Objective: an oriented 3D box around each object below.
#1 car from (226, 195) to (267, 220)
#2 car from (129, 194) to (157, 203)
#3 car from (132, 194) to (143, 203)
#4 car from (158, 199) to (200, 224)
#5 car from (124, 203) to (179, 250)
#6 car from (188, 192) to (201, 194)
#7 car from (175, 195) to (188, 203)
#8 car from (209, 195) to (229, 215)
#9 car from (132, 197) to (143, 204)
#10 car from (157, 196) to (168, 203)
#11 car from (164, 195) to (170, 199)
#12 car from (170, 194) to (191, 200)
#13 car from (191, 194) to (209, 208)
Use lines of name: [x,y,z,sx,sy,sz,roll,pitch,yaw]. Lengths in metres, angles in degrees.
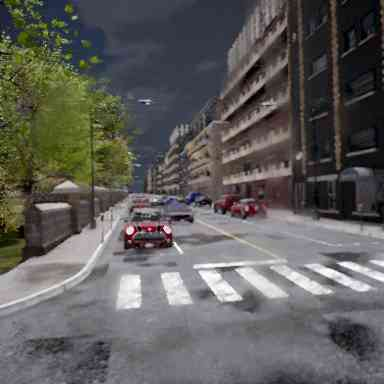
car: [4.465,1.287,26.688,1.967,1.590,4.097,0,0,-10]
car: [-4.728,1.348,30.713,2.192,1.841,5.009,0,0,-10]
car: [-12.216,1.376,74.262,2.192,1.841,5.009,0,0,-10]
car: [-1.085,1.520,24.733,2.033,1.411,5.357,-1,0,-10]
car: [-1.920,1.462,14.382,1.967,1.590,4.097,0,0,-10]
car: [0.314,1.076,53.171,2.150,2.045,5.566,-1,0,-10]
car: [-2.115,1.397,64.961,1.752,1.417,4.829,0,0,-10]
car: [3.528,1.165,32.132,2.192,1.841,5.009,0,0,-10]
car: [-10.343,1.605,63.374,2.008,1.369,4.403,0,0,-10]
car: [-4.976,1.587,47.848,1.895,1.301,4.718,-1,0,-9]
car: [-3.218,1.402,55.415,1.882,1.535,5.008,-1,0,-10]
car: [-1.591,1.443,46.249,1.812,1.442,4.674,-1,0,-10]
car: [1.550,1.354,46.248,1.837,1.490,4.892,-1,0,-10]
